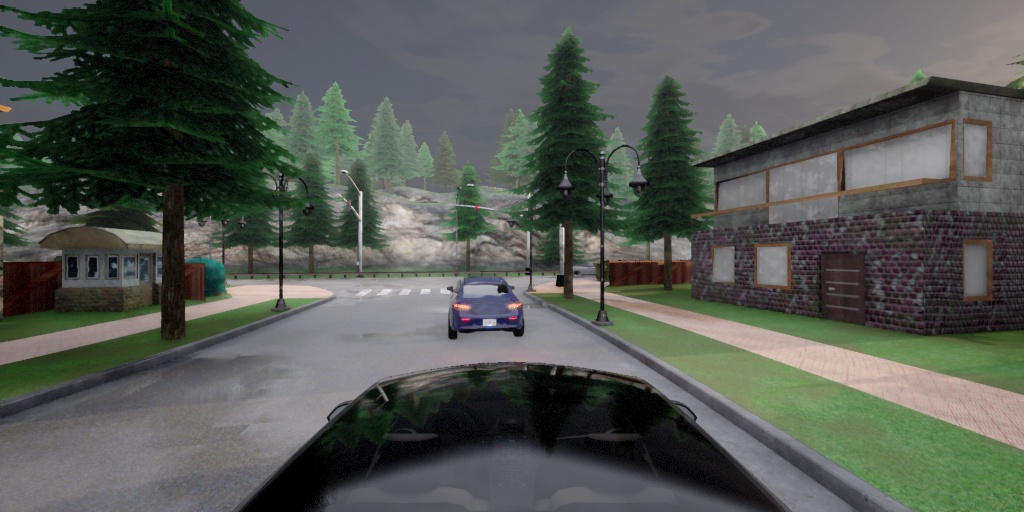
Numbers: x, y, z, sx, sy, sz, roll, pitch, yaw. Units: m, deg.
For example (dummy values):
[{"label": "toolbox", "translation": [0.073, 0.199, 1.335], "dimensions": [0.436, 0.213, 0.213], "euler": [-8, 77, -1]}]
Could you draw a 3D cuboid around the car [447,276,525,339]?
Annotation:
[{"label": "car", "translation": [-0.832, 1.276, 10.050], "dimensions": [1.812, 1.442, 4.674], "euler": [0, 0, -9]}]

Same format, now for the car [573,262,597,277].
[{"label": "car", "translation": [6.880, 1.193, 32.181], "dimensions": [4.718, 1.301, 1.895], "euler": [0, 0, -12]}]
